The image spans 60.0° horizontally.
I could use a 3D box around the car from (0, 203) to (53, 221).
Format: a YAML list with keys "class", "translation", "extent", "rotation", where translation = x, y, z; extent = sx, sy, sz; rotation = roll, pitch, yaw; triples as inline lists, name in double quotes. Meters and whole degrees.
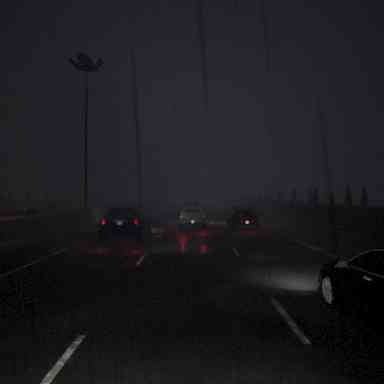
- class: "car"
  translation: [-10.635, 1.672, 20.341]
  extent: [1.882, 1.535, 5.008]
  rotation: [0, -1, 0]

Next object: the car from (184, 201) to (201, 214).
- class: "car"
  translation: [0.022, 1.933, 41.540]
  extent: [2.033, 1.411, 5.357]
  rotation: [0, -1, 0]

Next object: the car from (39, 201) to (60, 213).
- class: "car"
  translation: [-17.651, 1.887, 40.186]
  extent: [1.837, 1.490, 4.892]
  rotation: [0, -1, 0]

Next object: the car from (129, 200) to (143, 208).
- class: "car"
  translation: [-10.620, 2.246, 63.419]
  extent: [1.895, 1.301, 4.718]
  rotation: [0, -1, 0]

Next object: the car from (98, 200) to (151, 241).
- class: "car"
  translation: [-3.432, 1.519, 17.809]
  extent: [2.097, 1.767, 4.553]
  rotation: [0, -1, 0]

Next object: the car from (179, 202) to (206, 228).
- class: "car"
  translation: [0.054, 1.752, 24.330]
  extent: [1.812, 1.442, 4.674]
  rotation: [0, 0, 0]

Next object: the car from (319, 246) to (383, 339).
- class: "car"
  translation: [3.585, 1.552, 5.106]
  extent: [1.837, 1.490, 4.892]
  rotation: [0, -1, 0]

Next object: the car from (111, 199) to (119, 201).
- class: "car"
  translation: [-14.116, 2.104, 61.374]
  extent: [1.837, 1.490, 4.892]
  rotation: [0, -1, 0]

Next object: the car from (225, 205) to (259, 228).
- class: "car"
  translation: [3.556, 1.725, 23.851]
  extent: [1.837, 1.490, 4.892]
  rotation: [0, -1, 0]
